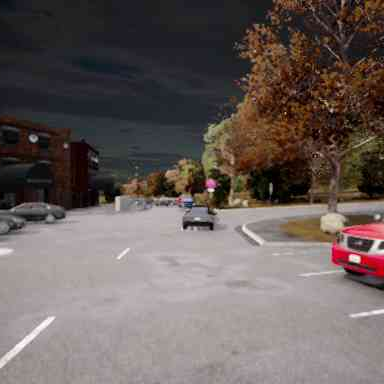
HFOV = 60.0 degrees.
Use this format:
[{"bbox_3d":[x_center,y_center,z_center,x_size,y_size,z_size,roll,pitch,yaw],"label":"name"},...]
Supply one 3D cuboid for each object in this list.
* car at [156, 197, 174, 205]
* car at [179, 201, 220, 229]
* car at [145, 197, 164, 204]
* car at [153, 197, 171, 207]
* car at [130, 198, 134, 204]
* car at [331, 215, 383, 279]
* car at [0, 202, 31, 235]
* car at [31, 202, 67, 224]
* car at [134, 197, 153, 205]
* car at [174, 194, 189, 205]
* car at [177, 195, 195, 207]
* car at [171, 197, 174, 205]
[{"bbox_3d":[-5.669,1.876,69.496,2.097,1.535,5.008,-1,-1,-27],"label":"car"},{"bbox_3d":[0.635,1.555,21.643,1.994,1.385,4.181,0,0,9],"label":"car"},{"bbox_3d":[-8.421,1.948,74.367,2.231,1.521,4.892,-1,-1,-35],"label":"car"},{"bbox_3d":[-4.983,1.757,55.204,1.994,1.385,4.181,0,-1,-8],"label":"car"},{"bbox_3d":[-11.939,2.081,78.822,2.097,1.535,5.008,-1,0,-41],"label":"car"},{"bbox_3d":[6.376,1.231,8.659,5.566,2.045,2.435,1,0,-20],"label":"car"},{"bbox_3d":[-11.422,1.482,17.448,4.892,1.521,2.231,-1,0,-20],"label":"car"},{"bbox_3d":[-11.411,1.480,23.311,4.892,1.521,2.231,-1,0,-20],"label":"car"},{"bbox_3d":[-10.154,2.013,70.455,1.994,1.385,4.181,-1,-1,-29],"label":"car"},{"bbox_3d":[-1.010,1.384,53.036,2.435,2.045,5.566,0,-1,-7],"label":"car"},{"bbox_3d":[-0.649,1.567,47.050,2.097,1.535,5.008,0,-1,-1],"label":"car"},{"bbox_3d":[-3.463,1.799,64.196,2.231,1.521,4.892,0,0,-18],"label":"car"}]
